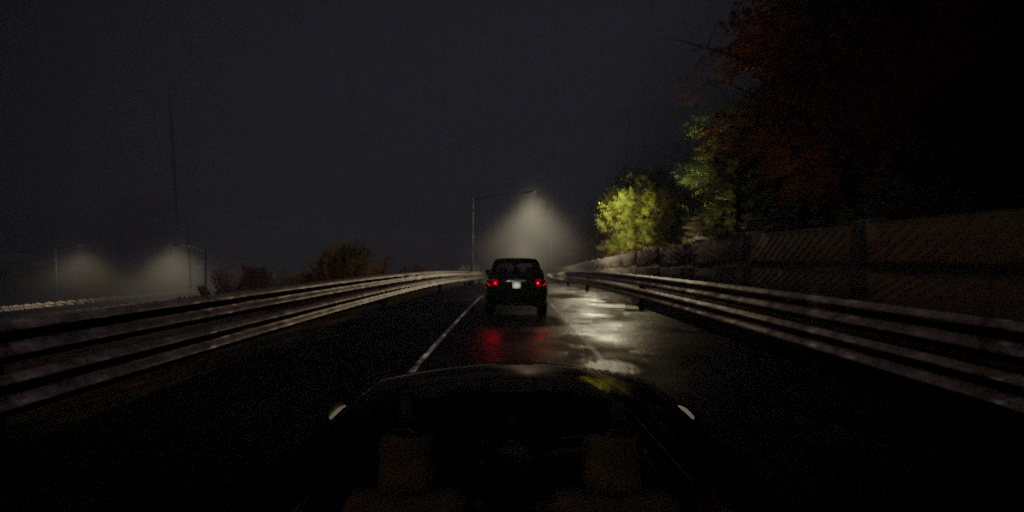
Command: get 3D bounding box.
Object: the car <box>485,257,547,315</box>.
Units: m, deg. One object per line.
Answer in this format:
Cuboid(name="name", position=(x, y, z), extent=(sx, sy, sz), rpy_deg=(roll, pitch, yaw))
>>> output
Cuboid(name="car", position=(0.123, 1.093, 14.249), extent=(2.150, 2.045, 5.566), rpy_deg=(0, -1, -1))
